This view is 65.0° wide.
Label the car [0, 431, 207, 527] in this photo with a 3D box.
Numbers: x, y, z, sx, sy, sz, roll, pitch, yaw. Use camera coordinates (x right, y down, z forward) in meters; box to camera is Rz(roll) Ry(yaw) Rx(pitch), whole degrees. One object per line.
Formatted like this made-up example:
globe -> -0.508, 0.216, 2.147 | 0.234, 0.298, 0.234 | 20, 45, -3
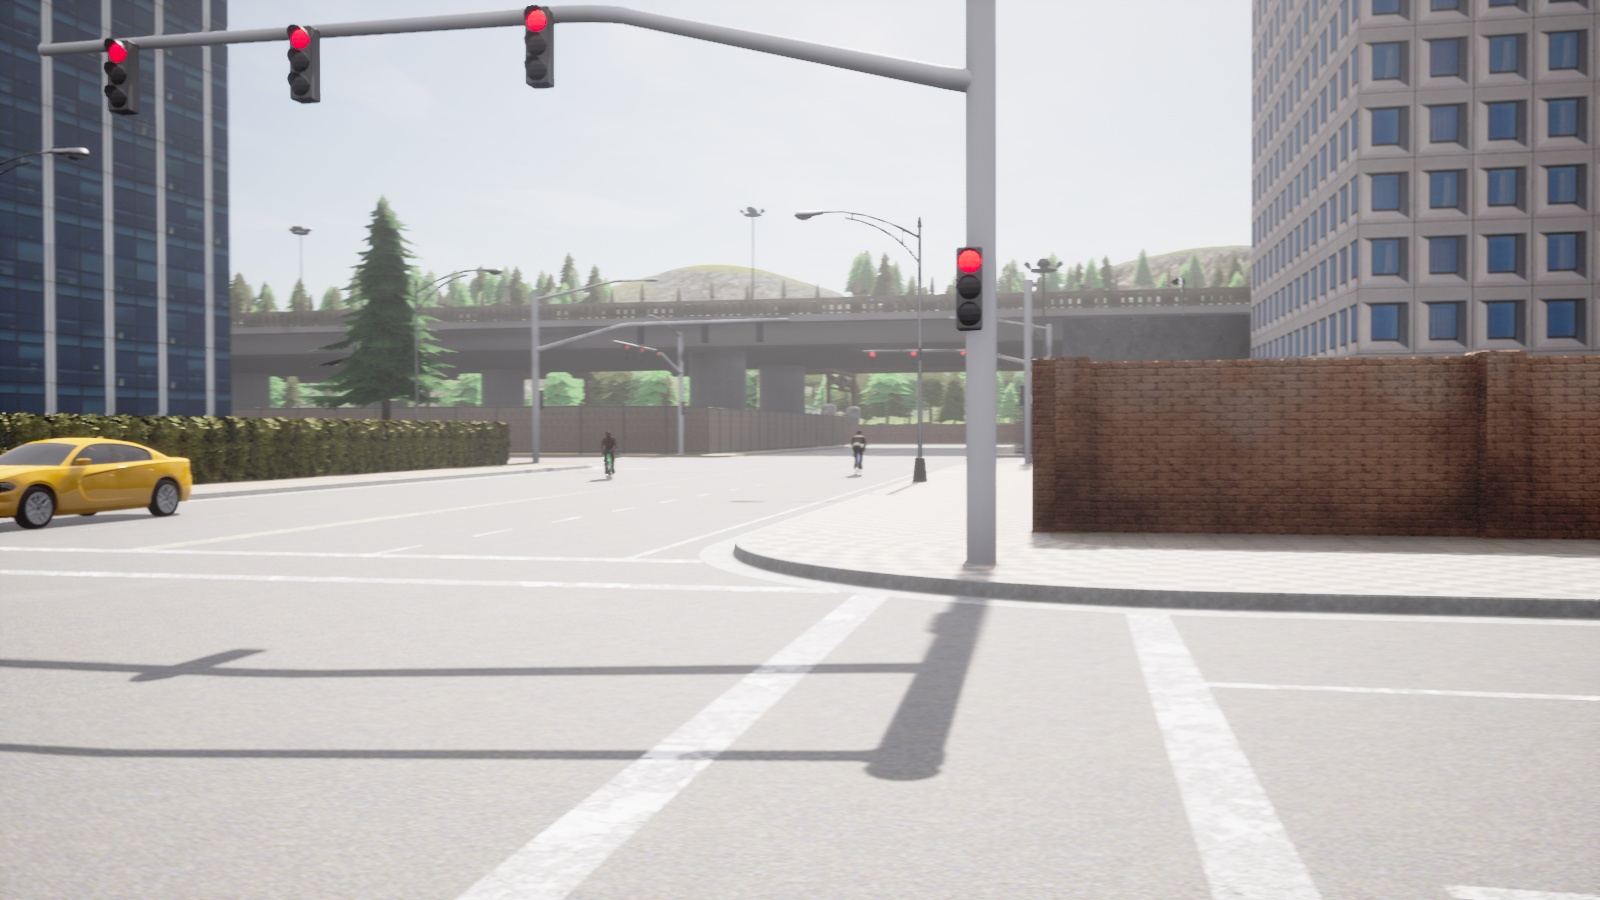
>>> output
car -> -13.204, 0.421, 22.642 | 1.882, 1.535, 5.008 | 0, 1, 12
